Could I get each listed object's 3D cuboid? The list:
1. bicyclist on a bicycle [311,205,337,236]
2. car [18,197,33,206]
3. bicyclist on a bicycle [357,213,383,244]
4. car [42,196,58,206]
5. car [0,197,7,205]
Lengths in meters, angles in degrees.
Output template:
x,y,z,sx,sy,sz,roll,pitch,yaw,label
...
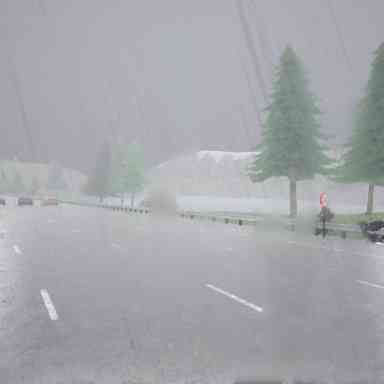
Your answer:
x,y,z,sx,sy,sz,roll,pitch,yaw,label
6.761,1.422,16.888,1.656,1.620,0.582,4,-1,-19,bicyclist on a bicycle
-27.550,1.491,54.945,2.128,1.511,4.902,0,0,-33,car
7.904,1.729,14.380,1.620,1.656,0.582,0,1,-5,bicyclist on a bicycle
-23.648,1.478,55.351,1.882,1.535,5.008,0,0,-33,car
-32.459,1.526,56.098,1.812,1.442,4.674,0,0,-32,car
